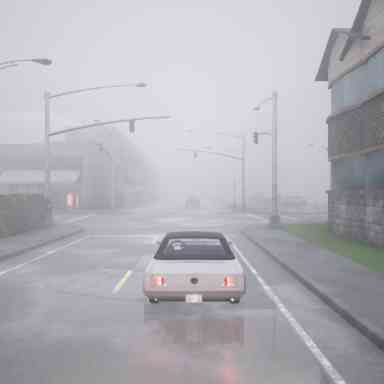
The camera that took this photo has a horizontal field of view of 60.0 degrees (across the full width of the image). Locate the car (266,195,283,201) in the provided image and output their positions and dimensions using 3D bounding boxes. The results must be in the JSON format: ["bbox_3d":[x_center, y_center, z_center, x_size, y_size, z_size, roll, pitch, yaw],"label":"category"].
[{"bbox_3d":[21.331,1.431,85.814,3.806,1.475,1.970,0,0,0],"label":"car"}]

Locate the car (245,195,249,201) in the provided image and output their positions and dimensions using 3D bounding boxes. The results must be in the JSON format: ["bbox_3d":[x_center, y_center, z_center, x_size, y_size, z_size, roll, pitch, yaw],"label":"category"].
[{"bbox_3d":[13.771,1.138,70.212,4.605,1.855,1.932,0,0,0],"label":"car"}]

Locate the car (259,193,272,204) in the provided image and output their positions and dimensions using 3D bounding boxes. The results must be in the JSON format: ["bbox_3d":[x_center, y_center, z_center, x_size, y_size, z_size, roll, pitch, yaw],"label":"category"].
[{"bbox_3d":[14.180,1.189,54.512,5.027,1.636,2.152,0,0,0],"label":"car"}]

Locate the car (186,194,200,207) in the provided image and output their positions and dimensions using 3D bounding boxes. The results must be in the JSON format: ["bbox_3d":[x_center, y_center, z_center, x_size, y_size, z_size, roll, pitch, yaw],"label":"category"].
[{"bbox_3d":[0.113,1.371,52.837,2.097,1.767,4.553,0,0,0],"label":"car"}]

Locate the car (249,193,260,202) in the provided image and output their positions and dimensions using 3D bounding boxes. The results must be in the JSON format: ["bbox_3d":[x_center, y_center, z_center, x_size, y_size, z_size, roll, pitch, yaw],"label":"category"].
[{"bbox_3d":[14.183,1.117,67.306,3.866,1.878,1.905,0,0,0],"label":"car"}]

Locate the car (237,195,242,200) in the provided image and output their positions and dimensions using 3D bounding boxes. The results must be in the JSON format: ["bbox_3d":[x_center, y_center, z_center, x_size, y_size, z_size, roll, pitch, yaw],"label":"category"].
[{"bbox_3d":[13.911,1.422,88.796,3.633,1.501,1.845,0,0,0],"label":"car"}]

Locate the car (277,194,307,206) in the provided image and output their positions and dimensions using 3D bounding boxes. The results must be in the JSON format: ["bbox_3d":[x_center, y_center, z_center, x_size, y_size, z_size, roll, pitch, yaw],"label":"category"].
[{"bbox_3d":[14.503,1.265,48.094,3.806,1.475,1.970,0,0,0],"label":"car"}]

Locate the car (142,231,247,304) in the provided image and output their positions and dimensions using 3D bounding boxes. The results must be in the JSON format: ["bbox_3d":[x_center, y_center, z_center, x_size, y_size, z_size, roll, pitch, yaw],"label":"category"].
[{"bbox_3d":[0.060,1.604,8.125,1.895,1.301,4.718,0,0,1],"label":"car"}]

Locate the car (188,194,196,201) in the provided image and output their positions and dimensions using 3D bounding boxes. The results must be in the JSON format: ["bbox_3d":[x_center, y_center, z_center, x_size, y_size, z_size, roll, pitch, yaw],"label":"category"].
[{"bbox_3d":[0.023,1.386,82.358,2.097,1.767,4.553,0,0,0],"label":"car"}]
